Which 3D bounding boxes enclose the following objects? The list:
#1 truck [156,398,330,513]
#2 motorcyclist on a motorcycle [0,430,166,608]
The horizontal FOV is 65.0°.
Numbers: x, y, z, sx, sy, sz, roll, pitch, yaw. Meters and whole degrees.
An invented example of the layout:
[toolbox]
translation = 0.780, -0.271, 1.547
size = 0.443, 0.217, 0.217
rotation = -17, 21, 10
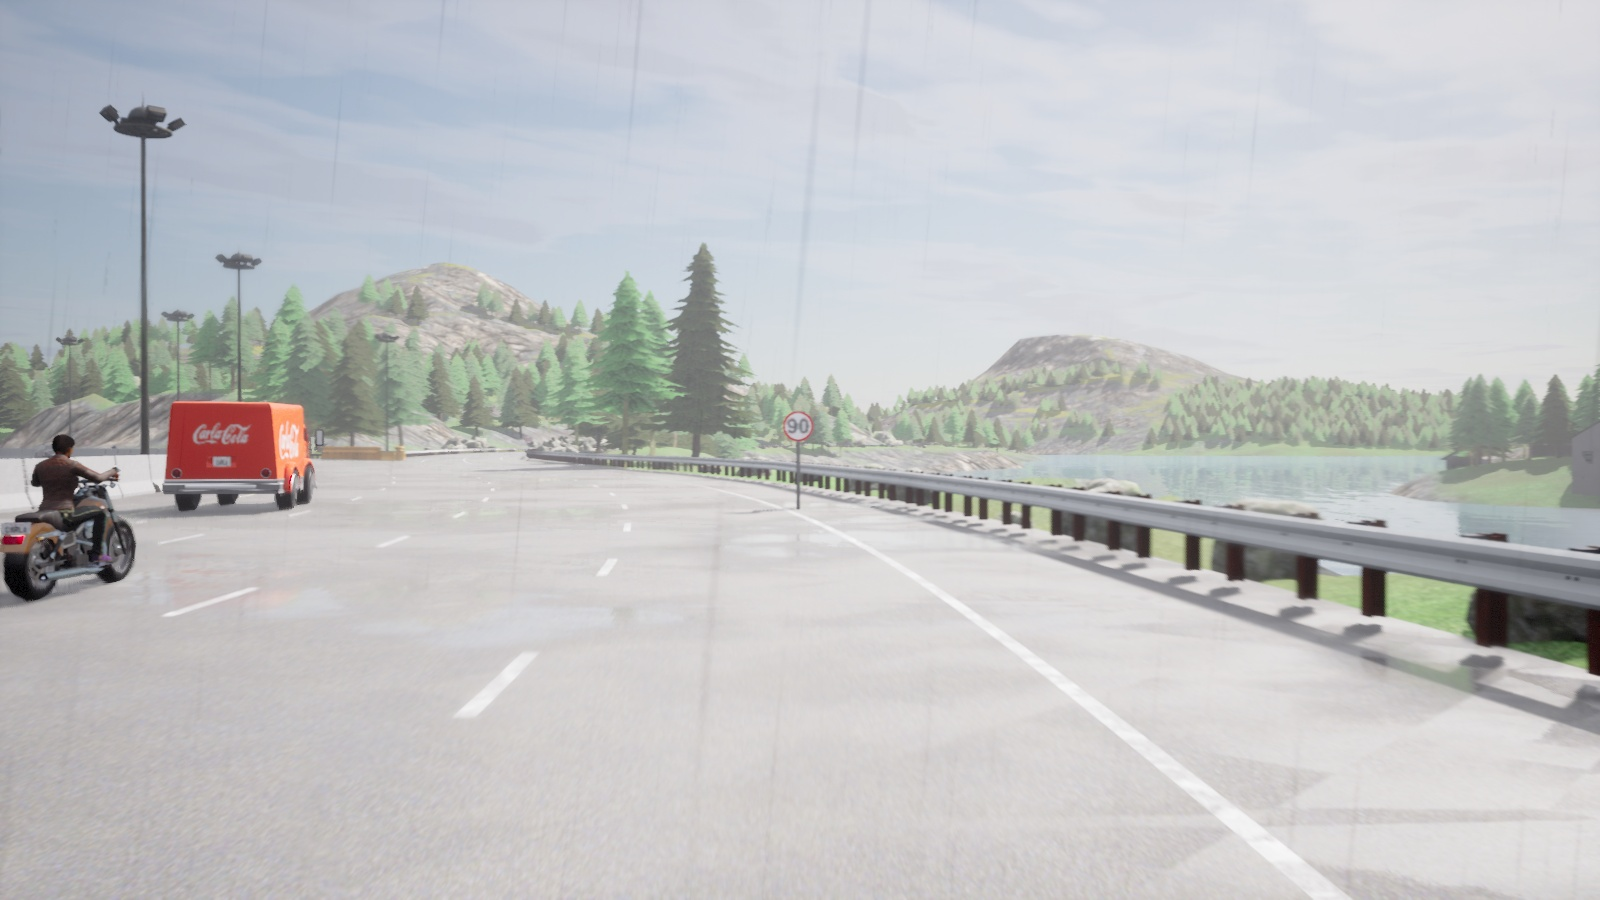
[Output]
[truck]
translation = -13.049, 0.113, 29.870
size = 2.627, 2.467, 5.204
rotation = 0, 0, -10
[motorcyclist on a motorcycle]
translation = -7.395, 0.637, 12.839
size = 0.766, 1.649, 2.350
rotation = -1, 0, -4
